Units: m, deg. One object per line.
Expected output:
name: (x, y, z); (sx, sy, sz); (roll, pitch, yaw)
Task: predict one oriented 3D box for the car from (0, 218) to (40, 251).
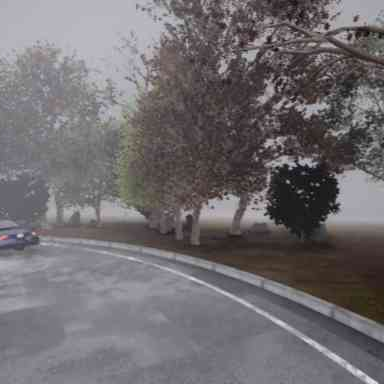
car: (-8.632, 1.724, 13.476); (5.357, 1.411, 2.033); (-1, 0, 26)
